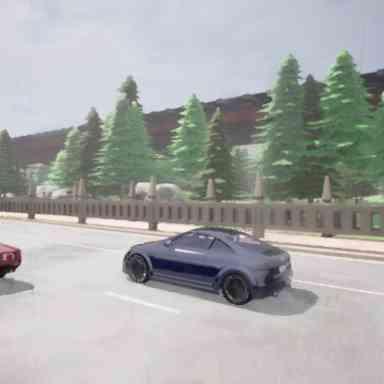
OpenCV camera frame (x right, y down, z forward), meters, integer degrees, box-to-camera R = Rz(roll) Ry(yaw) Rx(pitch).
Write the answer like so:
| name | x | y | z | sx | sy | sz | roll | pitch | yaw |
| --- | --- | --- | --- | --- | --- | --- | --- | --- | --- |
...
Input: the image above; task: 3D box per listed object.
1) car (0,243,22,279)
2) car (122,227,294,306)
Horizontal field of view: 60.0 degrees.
| name | x | y | z | sx | sy | sz | roll | pitch | yaw |
| --- | --- | --- | --- | --- | --- | --- | --- | --- | --- |
| car | -6.505 | 1.559 | 8.666 | 4.718 | 1.301 | 1.895 | 0 | 0 | 36 |
| car | 0.271 | 1.556 | 8.107 | 4.181 | 1.385 | 1.994 | 0 | 0 | 36 |
